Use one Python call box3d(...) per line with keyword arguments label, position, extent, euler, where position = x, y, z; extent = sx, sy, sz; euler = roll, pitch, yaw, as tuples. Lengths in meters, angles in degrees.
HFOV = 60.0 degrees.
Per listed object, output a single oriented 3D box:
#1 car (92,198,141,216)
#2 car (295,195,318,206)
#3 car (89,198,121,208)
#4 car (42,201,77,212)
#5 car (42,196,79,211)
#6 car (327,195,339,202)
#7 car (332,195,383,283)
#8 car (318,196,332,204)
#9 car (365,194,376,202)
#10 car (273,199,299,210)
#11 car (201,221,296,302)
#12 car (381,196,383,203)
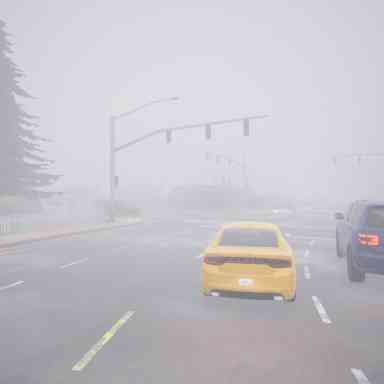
box3d(label="car", position=(-7.227, 1.560, 32.745), extent=(4.892, 1.490, 1.837), euler=(0, 0, 34))
box3d(label="car", position=(18.475, 1.525, 53.479), extent=(1.812, 1.442, 4.674), euler=(0, 0, 32))
box3d(label="car", position=(-12.716, 1.581, 48.760), extent=(4.674, 1.442, 1.812), euler=(0, 0, 32))
box3d(label="car", position=(-15.074, 1.581, 37.643), extent=(4.674, 1.442, 1.812), euler=(0, 0, 32))
box3d(label="car", position=(-17.011, 1.407, 42.979), extent=(4.553, 1.767, 2.097), euler=(0, 0, 32))
box3d(label="car", position=(32.064, 1.519, 75.482), extent=(1.812, 1.442, 4.674), euler=(0, 0, 32))
box3d(label="car", position=(5.462, 1.221, 9.478), extent=(2.150, 2.045, 5.566), euler=(0, 0, 19))
box3d(label="car", position=(25.343, 1.547, 64.518), extent=(2.033, 1.411, 5.357), euler=(0, 0, 32))
box3d(label="car", position=(42.877, 1.355, 79.727), extent=(2.097, 1.767, 4.553), euler=(0, 0, 32))
box3d(label="car", position=(11.877, 1.564, 42.736), extent=(1.994, 1.385, 4.181), euler=(0, 0, 32))
box3d(label="car", position=(1.498, 1.478, 8.449), extent=(1.882, 1.535, 5.008), euler=(0, 0, 12))
box3d(label="car", position=(40.544, 1.540, 69.224), extent=(2.033, 1.411, 5.357), euler=(0, 0, 32))
